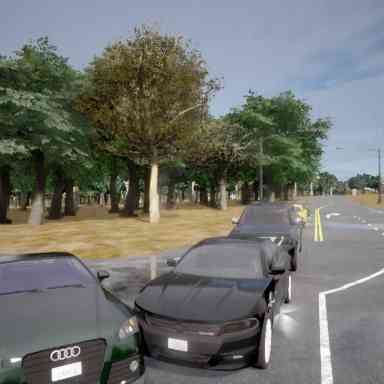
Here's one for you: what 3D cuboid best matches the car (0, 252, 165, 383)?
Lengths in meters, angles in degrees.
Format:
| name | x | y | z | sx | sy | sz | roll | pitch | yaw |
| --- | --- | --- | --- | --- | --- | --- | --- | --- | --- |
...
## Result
| name | x | y | z | sx | sy | sz | roll | pitch | yaw |
| --- | --- | --- | --- | --- | --- | --- | --- | --- | --- |
| car | -2.306 | 1.643 | 4.960 | 1.994 | 1.385 | 4.181 | 1 | -2 | -33 |

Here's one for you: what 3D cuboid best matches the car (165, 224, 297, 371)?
| name | x | y | z | sx | sy | sz | roll | pitch | yaw |
| --- | --- | --- | --- | --- | --- | --- | --- | --- | --- |
| car | 0.740 | 1.613 | 6.256 | 1.882 | 1.535 | 5.008 | -1 | -2 | 21 |

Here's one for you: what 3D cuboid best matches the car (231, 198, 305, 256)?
| name | x | y | z | sx | sy | sz | roll | pitch | yaw |
| --- | --- | --- | --- | --- | --- | --- | --- | --- | --- |
| car | 2.862 | 1.460 | 12.396 | 2.150 | 2.045 | 5.566 | -2 | 0 | 21 |

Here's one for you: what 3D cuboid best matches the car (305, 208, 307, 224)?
| name | x | y | z | sx | sy | sz | roll | pitch | yaw |
| --- | --- | --- | --- | --- | --- | --- | --- | --- | --- |
| car | 5.091 | 1.775 | 18.300 | 1.895 | 1.301 | 4.718 | -1 | 0 | 21 |

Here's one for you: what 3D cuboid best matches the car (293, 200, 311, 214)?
| name | x | y | z | sx | sy | sz | roll | pitch | yaw |
| --- | --- | --- | --- | --- | --- | --- | --- | --- | --- |
| car | 13.328 | 1.748 | 40.141 | 1.812 | 1.442 | 4.674 | -1 | 0 | 21 |

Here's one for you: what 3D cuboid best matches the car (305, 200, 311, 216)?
| name | x | y | z | sx | sy | sz | roll | pitch | yaw |
| --- | --- | --- | --- | --- | --- | --- | --- | --- | --- |
| car | 9.302 | 1.725 | 29.557 | 1.812 | 1.442 | 4.674 | -1 | 0 | 21 |

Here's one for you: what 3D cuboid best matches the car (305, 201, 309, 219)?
| name | x | y | z | sx | sy | sz | roll | pitch | yaw |
| --- | --- | --- | --- | --- | --- | --- | --- | --- | --- |
| car | 7.241 | 1.664 | 24.053 | 1.882 | 1.535 | 5.008 | -1 | 0 | 21 |

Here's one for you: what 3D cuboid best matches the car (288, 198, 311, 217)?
| name | x | y | z | sx | sy | sz | roll | pitch | yaw |
| --- | --- | --- | --- | --- | --- | --- | --- | --- | --- |
| car | 11.331 | 1.563 | 34.931 | 2.097 | 1.767 | 4.553 | -1 | 0 | 21 |
